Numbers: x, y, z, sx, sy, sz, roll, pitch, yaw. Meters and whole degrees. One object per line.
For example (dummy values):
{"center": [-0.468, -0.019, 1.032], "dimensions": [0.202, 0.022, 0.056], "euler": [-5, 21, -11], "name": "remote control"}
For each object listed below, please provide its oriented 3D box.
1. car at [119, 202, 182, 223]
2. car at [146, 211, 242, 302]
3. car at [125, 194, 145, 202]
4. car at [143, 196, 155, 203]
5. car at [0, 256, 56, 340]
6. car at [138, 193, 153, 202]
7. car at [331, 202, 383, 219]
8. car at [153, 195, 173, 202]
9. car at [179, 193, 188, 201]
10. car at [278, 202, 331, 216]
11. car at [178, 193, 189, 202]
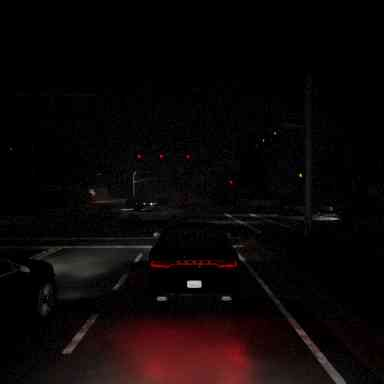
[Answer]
{"center": [-2.849, 1.596, 24.501], "dimensions": [4.718, 1.301, 1.895], "euler": [0, 0, -4], "name": "car"}
{"center": [0.009, 1.476, 8.344], "dimensions": [1.882, 1.535, 5.008], "euler": [0, 0, -1], "name": "car"}
{"center": [-8.263, 1.469, 47.089], "dimensions": [1.882, 1.535, 5.008], "euler": [0, 0, -1], "name": "car"}
{"center": [-8.691, 1.551, 67.144], "dimensions": [1.994, 1.385, 4.181], "euler": [0, 0, -1], "name": "car"}
{"center": [-3.464, 1.491, 4.356], "dimensions": [2.128, 1.511, 4.902], "euler": [0, 0, 0], "name": "car"}
{"center": [-8.492, 1.211, 57.073], "dimensions": [2.150, 2.045, 5.566], "euler": [0, 0, -1], "name": "car"}
{"center": [14.788, 1.558, 28.911], "dimensions": [4.181, 1.385, 1.994], "euler": [0, 0, -2], "name": "car"}
{"center": [-4.745, 1.481, 54.425], "dimensions": [2.128, 1.511, 4.902], "euler": [0, 0, -1], "name": "car"}
{"center": [-2.104, 1.209, 84.943], "dimensions": [2.150, 2.045, 5.566], "euler": [0, 0, -1], "name": "car"}
{"center": [10.895, 1.595, 32.304], "dimensions": [4.718, 1.301, 1.895], "euler": [0, 0, -2], "name": "car"}
{"center": [-1.832, 1.211, 74.210], "dimensions": [2.150, 2.045, 5.566], "euler": [0, 0, -1], "name": "car"}
